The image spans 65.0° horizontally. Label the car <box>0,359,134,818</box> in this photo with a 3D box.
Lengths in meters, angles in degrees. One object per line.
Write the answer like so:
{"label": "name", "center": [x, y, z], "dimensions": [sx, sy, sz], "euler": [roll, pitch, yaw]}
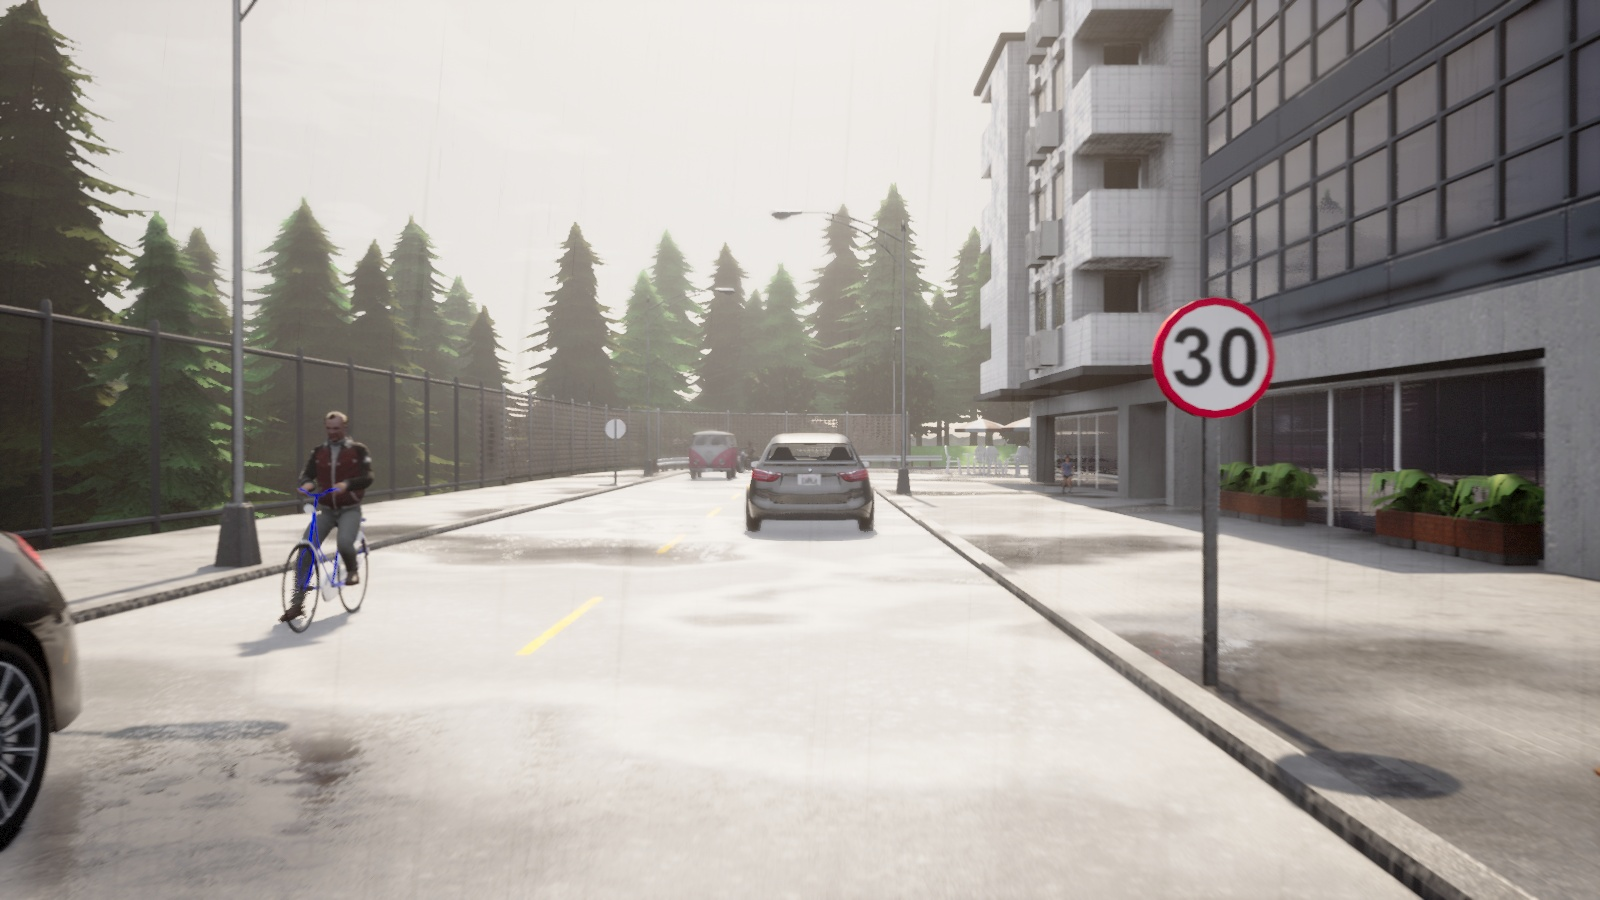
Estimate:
{"label": "car", "center": [-3.963, 0.506, 2.904], "dimensions": [2.152, 1.651, 5.027], "euler": [0, 0, 0]}

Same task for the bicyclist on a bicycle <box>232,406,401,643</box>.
{"label": "bicyclist on a bicycle", "center": [-3.909, 0.556, 10.312], "dimensions": [0.659, 1.776, 1.843], "euler": [0, 0, 0]}

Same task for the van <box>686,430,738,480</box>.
{"label": "van", "center": [-3.606, 0.202, 52.181], "dimensions": [1.775, 1.987, 4.442], "euler": [0, 0, 1]}

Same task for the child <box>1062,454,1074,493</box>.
{"label": "child", "center": [7.525, 0.659, 35.307], "dimensions": [0.255, 1.110, 0.394], "euler": [0, 0, 0]}

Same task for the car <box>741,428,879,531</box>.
{"label": "car", "center": [0.180, 0.463, 22.738], "dimensions": [2.242, 1.667, 4.611], "euler": [0, 0, 0]}

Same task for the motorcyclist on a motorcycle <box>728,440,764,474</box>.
{"label": "motorcyclist on a motorcycle", "center": [-2.654, 0.345, 62.340], "dimensions": [0.766, 1.649, 2.350], "euler": [1, 1, 25]}
